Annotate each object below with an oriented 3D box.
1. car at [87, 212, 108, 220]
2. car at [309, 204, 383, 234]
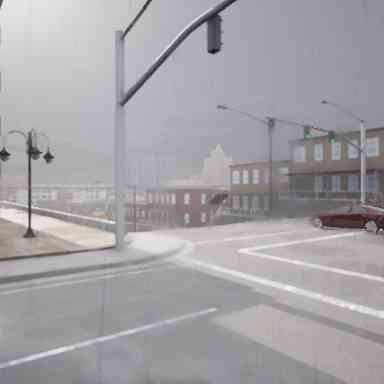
[{"bbox_3d":[-14.590,3.850,51.088,1.882,1.535,5.008,0,-2,-36],"label":"car"},{"bbox_3d":[9.065,1.398,18.723,1.882,1.535,5.008,0,0,-36],"label":"car"}]
